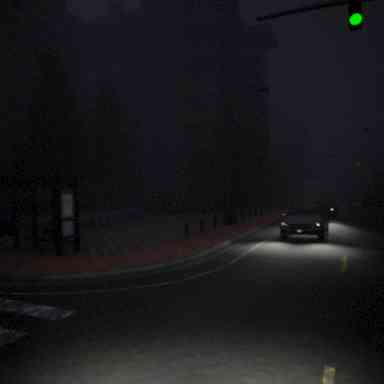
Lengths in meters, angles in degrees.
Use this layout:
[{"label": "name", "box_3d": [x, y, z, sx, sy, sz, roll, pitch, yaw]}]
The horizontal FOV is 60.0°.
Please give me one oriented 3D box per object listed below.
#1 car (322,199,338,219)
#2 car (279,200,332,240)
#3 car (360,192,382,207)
[{"label": "car", "box_3d": [9.822, 1.246, 24.872, 1.895, 1.301, 4.718, -2, 0, 26]}, {"label": "car", "box_3d": [5.491, 1.325, 16.031, 1.812, 1.442, 4.674, -2, 0, 26]}, {"label": "car", "box_3d": [19.715, 0.781, 36.664, 1.882, 1.535, 5.008, -2, 0, 26]}]
